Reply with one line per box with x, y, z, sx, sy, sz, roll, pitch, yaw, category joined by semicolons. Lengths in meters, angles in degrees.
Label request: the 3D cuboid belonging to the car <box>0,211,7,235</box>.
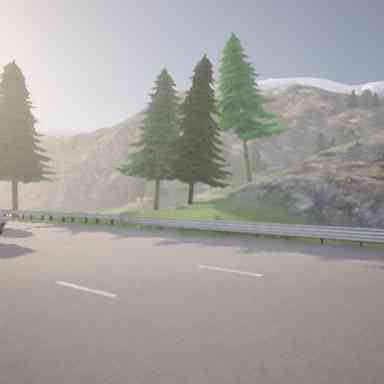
-10.712;1.609;14.999;4.718;1.301;1.895;0;0;31;car
